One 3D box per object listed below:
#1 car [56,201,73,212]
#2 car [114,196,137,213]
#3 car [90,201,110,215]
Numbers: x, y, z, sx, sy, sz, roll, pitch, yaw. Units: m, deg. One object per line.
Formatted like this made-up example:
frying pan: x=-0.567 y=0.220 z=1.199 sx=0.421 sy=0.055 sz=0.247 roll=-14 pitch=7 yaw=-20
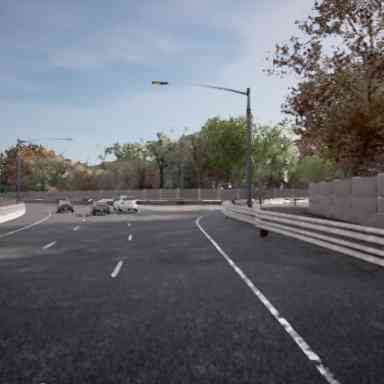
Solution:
car: x=-16.784 y=1.889 z=43.836 sx=1.812 sy=1.442 sz=4.674 roll=0 pitch=0 yaw=-25
car: x=-8.644 y=1.528 z=42.900 sx=2.150 sy=2.045 sz=5.566 roll=0 pitch=0 yaw=-23
car: x=-10.576 y=1.782 z=38.104 sx=2.128 sy=1.511 sz=4.902 roll=0 pitch=0 yaw=-21
